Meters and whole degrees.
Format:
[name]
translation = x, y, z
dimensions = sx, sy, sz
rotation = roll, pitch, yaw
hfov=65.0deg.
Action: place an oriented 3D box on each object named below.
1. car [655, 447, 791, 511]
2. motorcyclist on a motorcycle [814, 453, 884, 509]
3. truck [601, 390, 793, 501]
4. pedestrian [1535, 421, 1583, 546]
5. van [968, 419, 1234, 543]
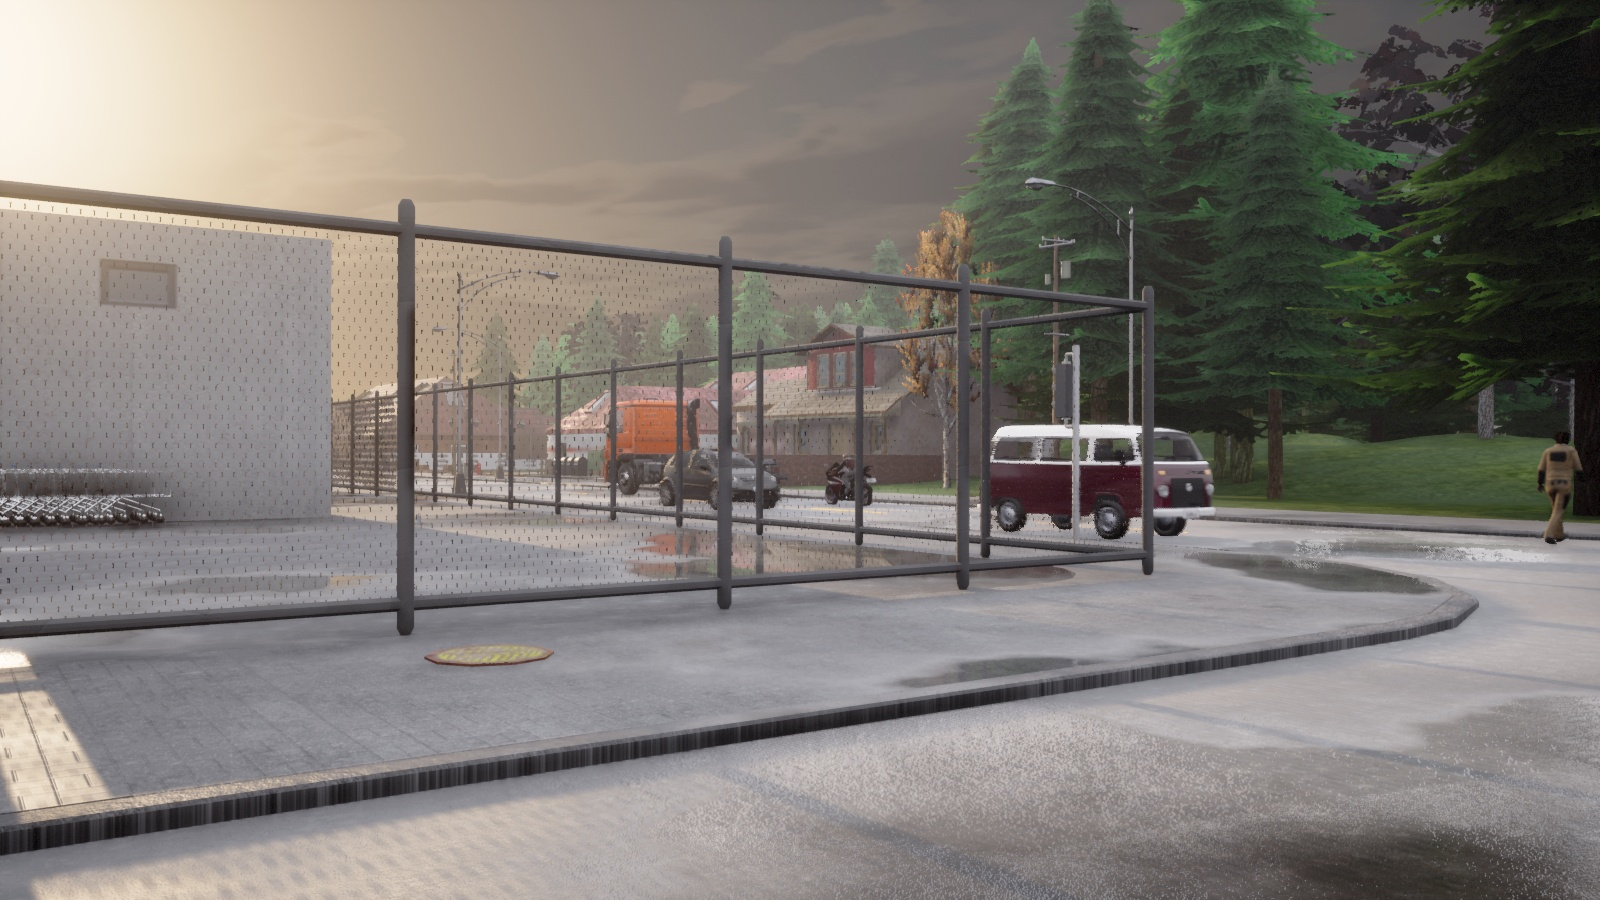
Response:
[car]
translation = -2.141, 0.731, 33.905
dimensions = 1.851, 1.617, 3.988
rotation = 0, 0, -35
[motorcyclist on a motorcycle]
translation = 1.377, 0.865, 35.853
dimensions = 0.866, 1.530, 2.191
rotation = 0, 0, -35
[truck]
translation = -3.727, -0.123, 43.236
dimensions = 2.891, 3.462, 7.936
rotation = 0, 0, -36
[pedestrian]
translation = 11.935, 0.510, 19.752
dimensions = 0.692, 1.930, 0.396
rotation = 0, 0, -35
[van]
translation = 5.387, 0.513, 23.026
dimensions = 2.069, 2.038, 4.480
rotation = 0, 0, -35
